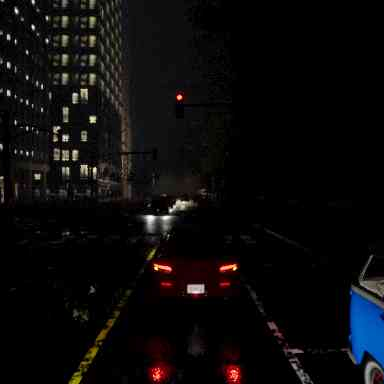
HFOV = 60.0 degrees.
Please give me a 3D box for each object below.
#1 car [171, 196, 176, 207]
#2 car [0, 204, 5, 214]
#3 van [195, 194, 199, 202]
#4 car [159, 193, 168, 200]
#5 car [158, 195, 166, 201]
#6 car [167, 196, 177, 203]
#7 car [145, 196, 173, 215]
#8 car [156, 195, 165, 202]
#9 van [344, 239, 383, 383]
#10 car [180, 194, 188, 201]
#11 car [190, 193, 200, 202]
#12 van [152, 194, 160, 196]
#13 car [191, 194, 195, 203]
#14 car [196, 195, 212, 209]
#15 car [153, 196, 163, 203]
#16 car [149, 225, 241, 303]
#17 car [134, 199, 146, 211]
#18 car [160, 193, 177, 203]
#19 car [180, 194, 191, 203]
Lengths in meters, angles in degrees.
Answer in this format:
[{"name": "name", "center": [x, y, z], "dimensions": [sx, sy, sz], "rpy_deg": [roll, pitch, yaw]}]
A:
[{"name": "car", "center": [-3.518, 1.549, 45.242], "dimensions": [1.994, 1.385, 4.181], "rpy_deg": [0, 0, -1]}, {"name": "car", "center": [-18.230, 1.377, 28.530], "dimensions": [4.206, 1.307, 1.802], "rpy_deg": [1, 0, 3]}, {"name": "van", "center": [1.731, 1.322, 51.259], "dimensions": [1.690, 1.788, 3.998], "rpy_deg": [0, 0, -2]}, {"name": "car", "center": [-8.107, 1.252, 95.219], "dimensions": [2.192, 1.841, 5.009], "rpy_deg": [0, 0, -3]}, {"name": "car", "center": [-7.557, 1.532, 84.138], "dimensions": [1.802, 1.307, 4.206], "rpy_deg": [0, 0, -3]}, {"name": "car", "center": [-4.213, 1.529, 69.516], "dimensions": [1.994, 1.385, 4.181], "rpy_deg": [0, 0, -2]}, {"name": "car", "center": [-3.244, 1.494, 33.459], "dimensions": [1.837, 1.490, 4.892], "rpy_deg": [0, 0, -1]}, {"name": "car", "center": [-7.303, 1.501, 78.594], "dimensions": [1.887, 1.381, 4.507], "rpy_deg": [0, 0, -2]}, {"name": "van", "center": [2.557, 1.341, 2.172], "dimensions": [1.690, 1.788, 3.998], "rpy_deg": [0, 0, 0]}, {"name": "car", "center": [-1.927, 1.264, 80.616], "dimensions": [1.882, 1.535, 5.008], "rpy_deg": [0, 0, -3]}, {"name": "car", "center": [0.713, 1.271, 78.971], "dimensions": [2.192, 1.841, 5.009], "rpy_deg": [0, 0, -3]}, {"name": "van", "center": [-6.646, 1.314, 61.965], "dimensions": [1.690, 1.788, 3.998], "rpy_deg": [0, 0, -2]}, {"name": "car", "center": [1.162, 1.492, 68.053], "dimensions": [1.752, 1.417, 4.829], "rpy_deg": [0, 0, -2]}, {"name": "car", "center": [1.883, 1.509, 45.887], "dimensions": [1.752, 1.417, 4.829], "rpy_deg": [0, 0, -2]}, {"name": "car", "center": [-6.849, 1.512, 67.508], "dimensions": [1.887, 1.381, 4.507], "rpy_deg": [0, 0, -2]}, {"name": "car", "center": [0.051, 1.525, 8.106], "dimensions": [1.812, 1.442, 4.674], "rpy_deg": [0, 0, 0]}, {"name": "car", "center": [-5.846, 1.539, 39.794], "dimensions": [2.008, 1.369, 4.403], "rpy_deg": [0, 0, -1]}, {"name": "car", "center": [-3.881, 1.327, 57.928], "dimensions": [2.097, 1.767, 4.553], "rpy_deg": [0, 0, -2]}, {"name": "car", "center": [-1.505, 1.552, 70.641], "dimensions": [1.895, 1.301, 4.718], "rpy_deg": [0, 0, -2]}]
